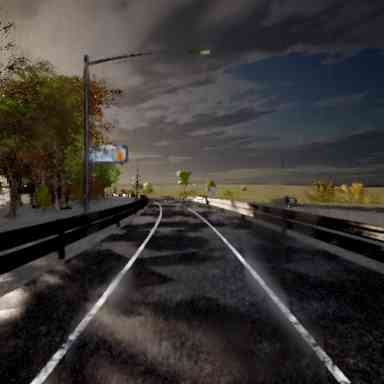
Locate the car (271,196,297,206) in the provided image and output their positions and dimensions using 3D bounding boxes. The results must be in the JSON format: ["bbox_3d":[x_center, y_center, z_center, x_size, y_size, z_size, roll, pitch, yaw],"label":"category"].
[{"bbox_3d":[14.028,1.301,50.906,2.128,1.511,4.902,0,0,-22],"label":"car"}]

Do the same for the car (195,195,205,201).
[{"bbox_3d":[1.716,1.467,81.586,1.994,1.385,4.181,0,0,-22],"label":"car"}]
